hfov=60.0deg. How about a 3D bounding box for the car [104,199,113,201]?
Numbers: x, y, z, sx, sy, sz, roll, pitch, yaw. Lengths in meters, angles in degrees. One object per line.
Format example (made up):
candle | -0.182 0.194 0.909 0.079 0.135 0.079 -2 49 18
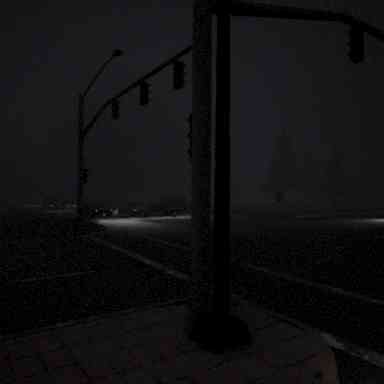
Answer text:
car | -11.641 1.692 47.459 2.128 1.511 4.902 1 0 -35

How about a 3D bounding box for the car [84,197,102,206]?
car | -19.492 1.771 65.045 1.882 1.535 5.008 1 0 -35

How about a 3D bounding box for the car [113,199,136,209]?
car | -10.591 1.805 52.100 1.994 1.385 4.181 1 0 -35

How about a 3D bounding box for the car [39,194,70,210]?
car | -18.952 1.346 45.730 2.150 2.045 5.566 1 -1 -35

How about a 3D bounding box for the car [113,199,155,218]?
car | -5.848 1.686 32.969 1.812 1.442 4.674 1 0 -35

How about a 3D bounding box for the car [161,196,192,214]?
car | -1.847 1.461 39.493 2.150 2.045 5.566 1 -1 -35

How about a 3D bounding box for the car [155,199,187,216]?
car | -3.124 1.747 35.183 2.033 1.411 5.357 1 0 -35

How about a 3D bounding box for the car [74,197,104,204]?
car | -13.905 1.763 44.573 1.895 1.301 4.718 1 0 -35

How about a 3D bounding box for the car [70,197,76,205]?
car | -23.072 1.699 64.068 2.128 1.511 4.902 1 -1 -35

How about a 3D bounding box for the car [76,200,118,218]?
car | -9.072 1.722 31.475 1.895 1.301 4.718 1 0 -35

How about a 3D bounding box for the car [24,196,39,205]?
car | -29.102 1.498 60.483 2.097 1.767 4.553 1 0 -35
